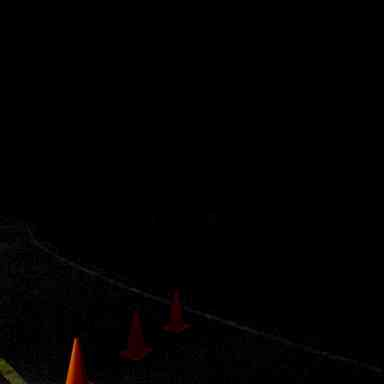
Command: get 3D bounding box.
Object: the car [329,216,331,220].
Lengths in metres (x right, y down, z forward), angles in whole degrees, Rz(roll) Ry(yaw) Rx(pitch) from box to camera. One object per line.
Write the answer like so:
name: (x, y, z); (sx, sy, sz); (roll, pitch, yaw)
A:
car: (35.622, 6.631, 82.737); (1.851, 1.617, 3.988); (-4, -3, 4)

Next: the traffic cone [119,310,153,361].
traffic cone: (-0.776, 1.938, 4.601); (0.340, 0.580, 0.340); (1, 1, 32)

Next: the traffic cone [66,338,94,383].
traffic cone: (-1.295, 1.945, 3.750); (0.340, 0.580, 0.340); (1, 1, 31)

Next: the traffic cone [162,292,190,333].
traffic cone: (-0.256, 1.931, 5.451); (0.340, 0.580, 0.340); (1, 1, 31)
